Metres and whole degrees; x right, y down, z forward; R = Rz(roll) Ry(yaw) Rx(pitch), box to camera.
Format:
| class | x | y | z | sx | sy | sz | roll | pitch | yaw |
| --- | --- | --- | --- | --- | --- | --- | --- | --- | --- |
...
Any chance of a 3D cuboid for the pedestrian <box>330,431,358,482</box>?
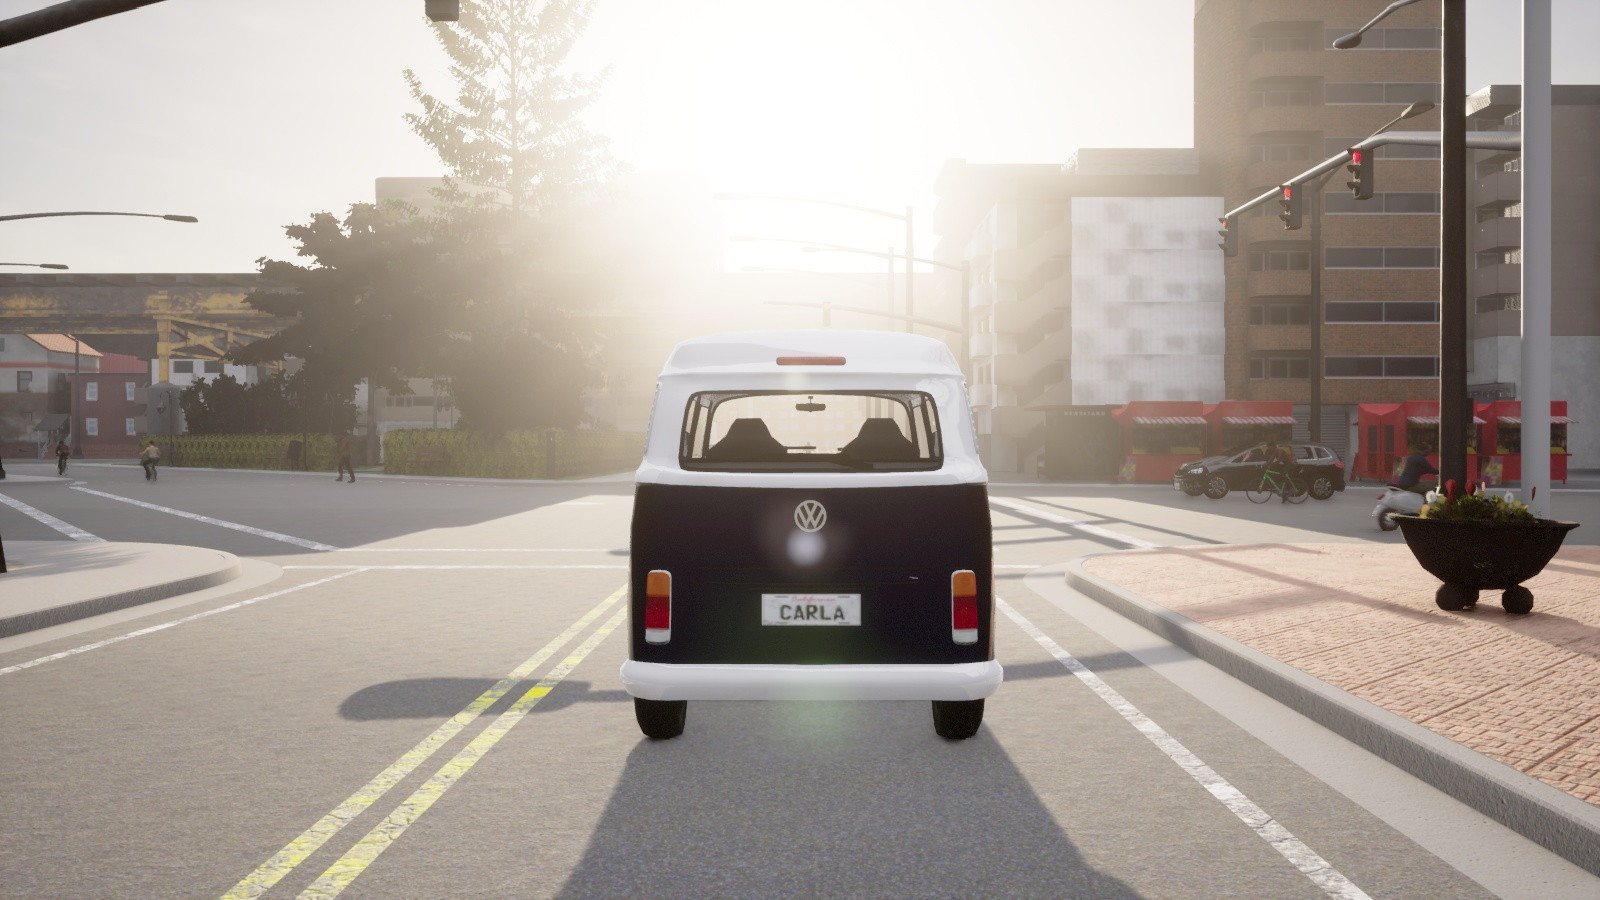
| class | x | y | z | sx | sy | sz | roll | pitch | yaw |
| --- | --- | --- | --- | --- | --- | --- | --- | --- | --- |
| pedestrian | -16.164 | 0.229 | 44.512 | 0.869 | 1.805 | 0.328 | 0 | 0 | -9 |

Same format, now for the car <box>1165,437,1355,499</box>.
| class | x | y | z | sx | sy | sz | roll | pitch | yaw |
| --- | --- | --- | --- | --- | --- | --- | --- | --- | --- |
| car | 13.121 | 0.503 | 36.080 | 4.611 | 1.667 | 2.242 | 1 | 0 | 0 |

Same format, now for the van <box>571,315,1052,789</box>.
| class | x | y | z | sx | sy | sz | roll | pitch | yaw |
| --- | --- | --- | --- | --- | --- | --- | --- | --- | --- |
| van | 0.066 | 0.427 | 7.651 | 2.069 | 2.038 | 4.480 | 0 | 0 | 0 |

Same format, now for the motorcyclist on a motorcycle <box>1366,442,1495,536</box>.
| class | x | y | z | sx | sy | sz | roll | pitch | yaw |
| --- | --- | --- | --- | --- | --- | --- | --- | --- | --- |
| motorcyclist on a motorcycle | 11.060 | 0.673 | 22.080 | 1.817 | 1.590 | 0.866 | 1 | 0 | 0 |

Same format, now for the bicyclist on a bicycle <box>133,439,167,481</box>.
| class | x | y | z | sx | sy | sz | roll | pitch | yaw |
| --- | --- | --- | --- | --- | --- | --- | --- | --- | --- |
| bicyclist on a bicycle | -25.583 | 0.384 | 49.428 | 0.866 | 1.612 | 1.509 | 0 | 0 | -40 |

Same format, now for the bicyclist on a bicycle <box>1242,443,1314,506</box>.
| class | x | y | z | sx | sy | sz | roll | pitch | yaw |
| --- | --- | --- | --- | --- | --- | --- | --- | --- | --- |
| bicyclist on a bicycle | 12.392 | 0.626 | 32.583 | 1.656 | 1.620 | 0.582 | 0 | 0 | 0 |
